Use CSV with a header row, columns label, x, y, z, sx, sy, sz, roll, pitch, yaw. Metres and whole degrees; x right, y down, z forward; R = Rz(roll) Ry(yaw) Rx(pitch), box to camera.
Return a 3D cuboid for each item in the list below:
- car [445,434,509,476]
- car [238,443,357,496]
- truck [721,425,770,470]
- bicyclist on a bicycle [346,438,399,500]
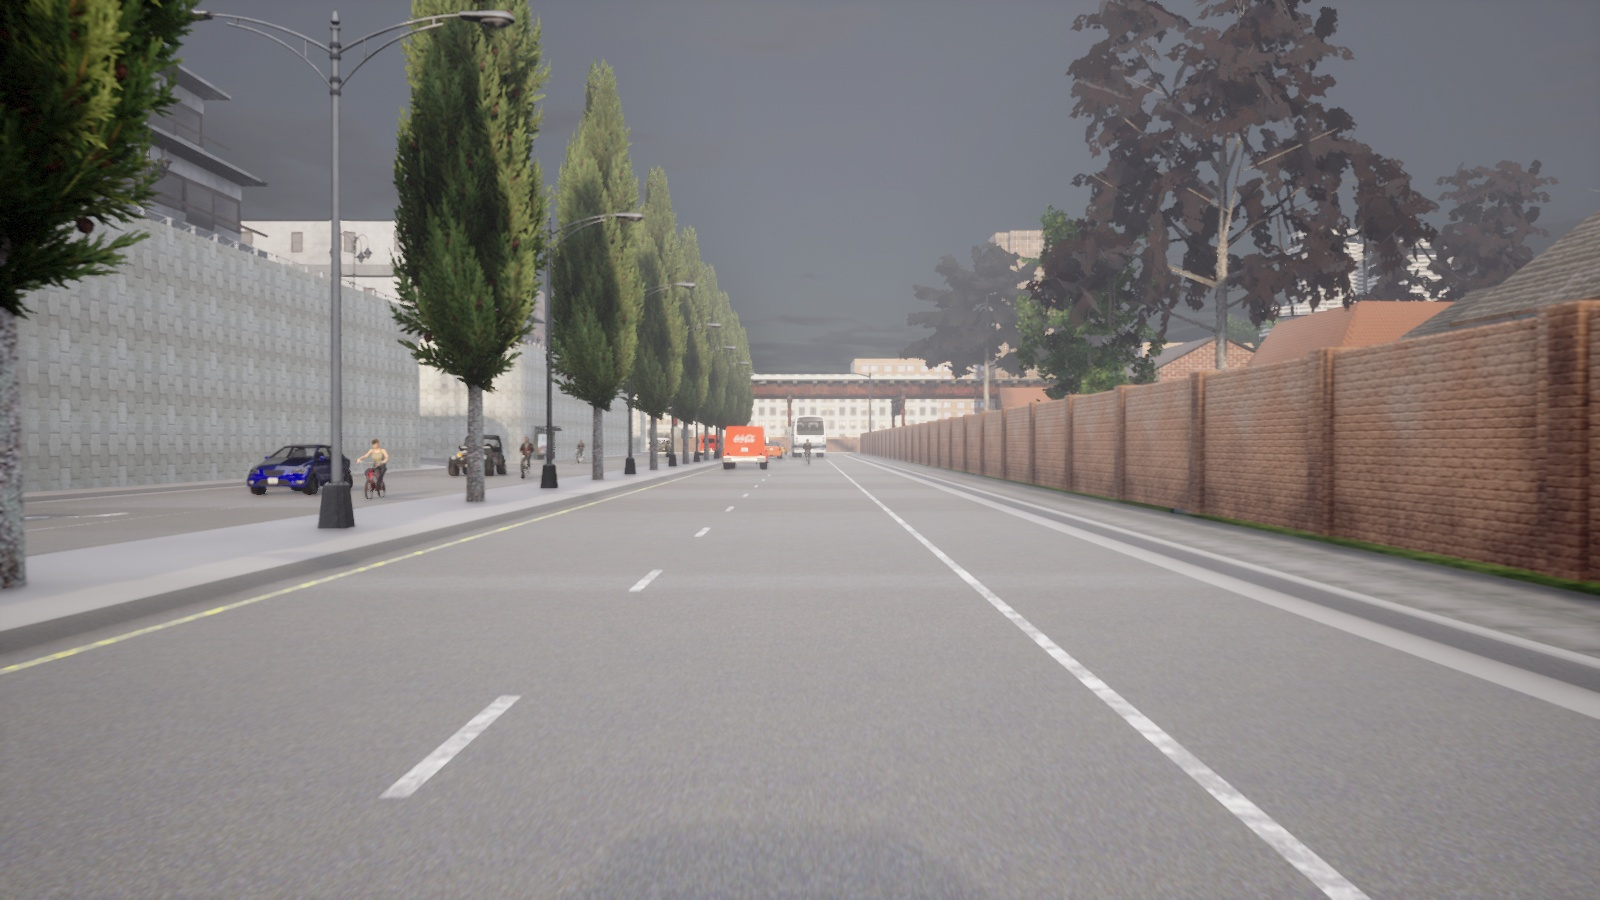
label,x,y,z,sx,sy,sz,roll,pitch,yaw
car,-14.666,0.209,57.157,1.905,1.878,3.866,0,0,0
car,-14.776,0.539,37.144,1.816,1.474,4.193,0,0,0
truck,-3.081,-0.150,72.376,2.627,2.467,5.204,0,0,0
bicyclist on a bicycle,-11.297,0.487,33.234,0.866,1.612,1.509,0,0,1
